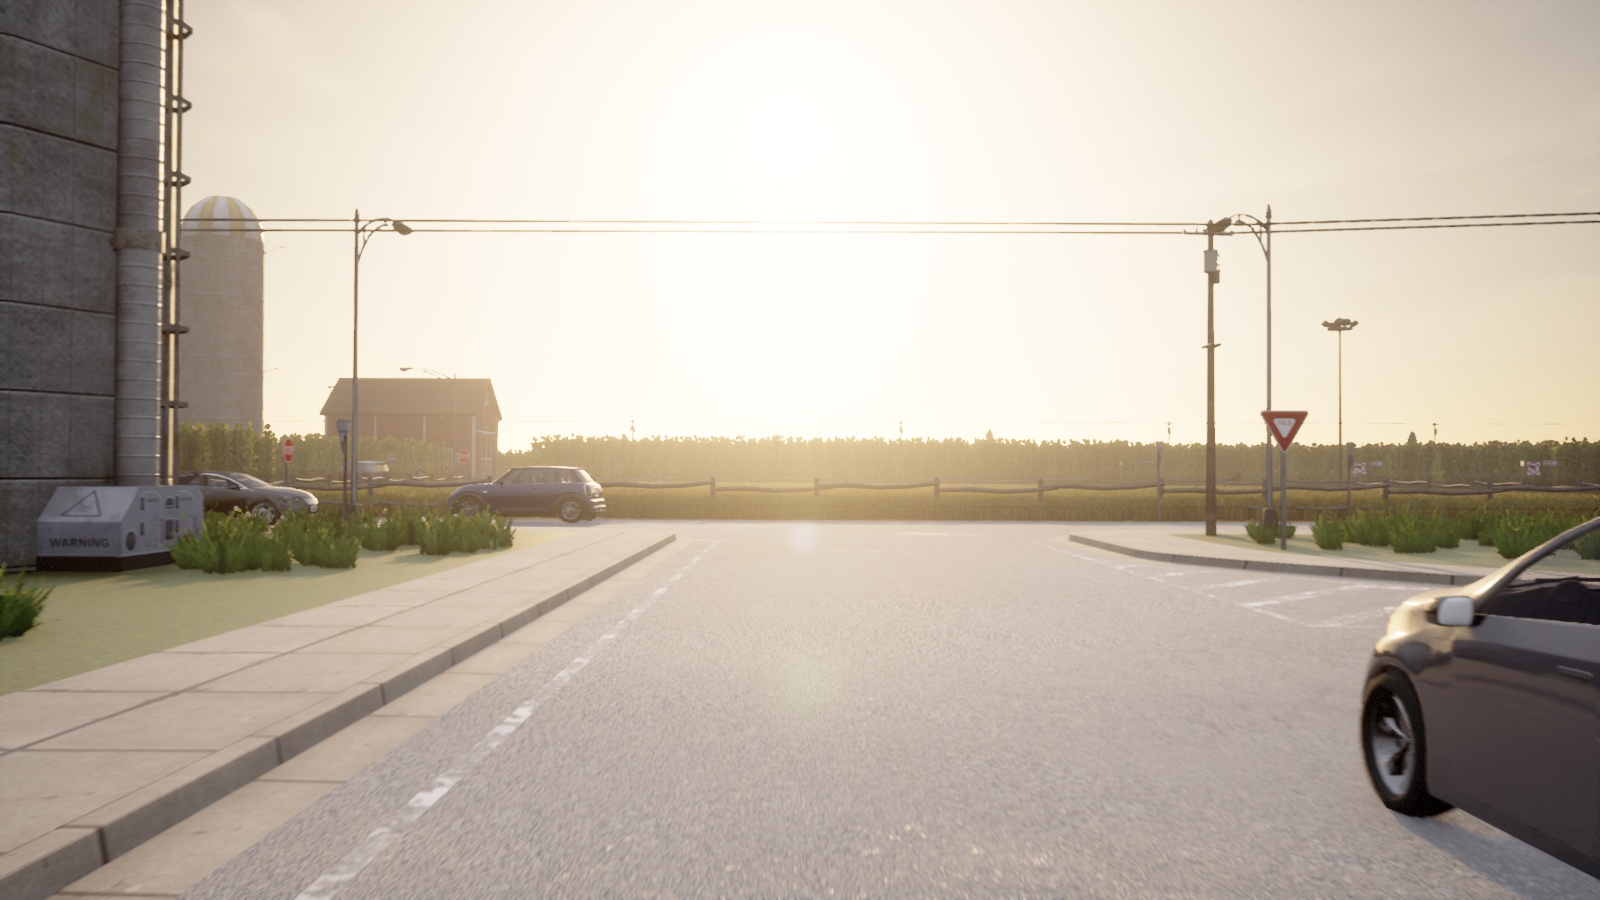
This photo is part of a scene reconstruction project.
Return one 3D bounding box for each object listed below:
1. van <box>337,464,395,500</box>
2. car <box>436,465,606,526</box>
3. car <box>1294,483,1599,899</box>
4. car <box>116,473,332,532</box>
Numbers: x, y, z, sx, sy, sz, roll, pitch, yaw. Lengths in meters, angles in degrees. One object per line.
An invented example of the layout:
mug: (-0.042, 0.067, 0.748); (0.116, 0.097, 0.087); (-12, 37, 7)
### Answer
van: (-25.168, 1.812, 72.938); (1.775, 1.987, 4.442); (0, -1, 1)
car: (-8.270, 1.335, 37.541); (4.553, 1.767, 2.097); (0, -1, 4)
car: (3.489, 0.893, 4.679); (1.845, 1.501, 3.633); (0, -1, 0)
car: (-15.582, 1.406, 34.153); (4.902, 1.511, 2.128); (0, -1, 2)
